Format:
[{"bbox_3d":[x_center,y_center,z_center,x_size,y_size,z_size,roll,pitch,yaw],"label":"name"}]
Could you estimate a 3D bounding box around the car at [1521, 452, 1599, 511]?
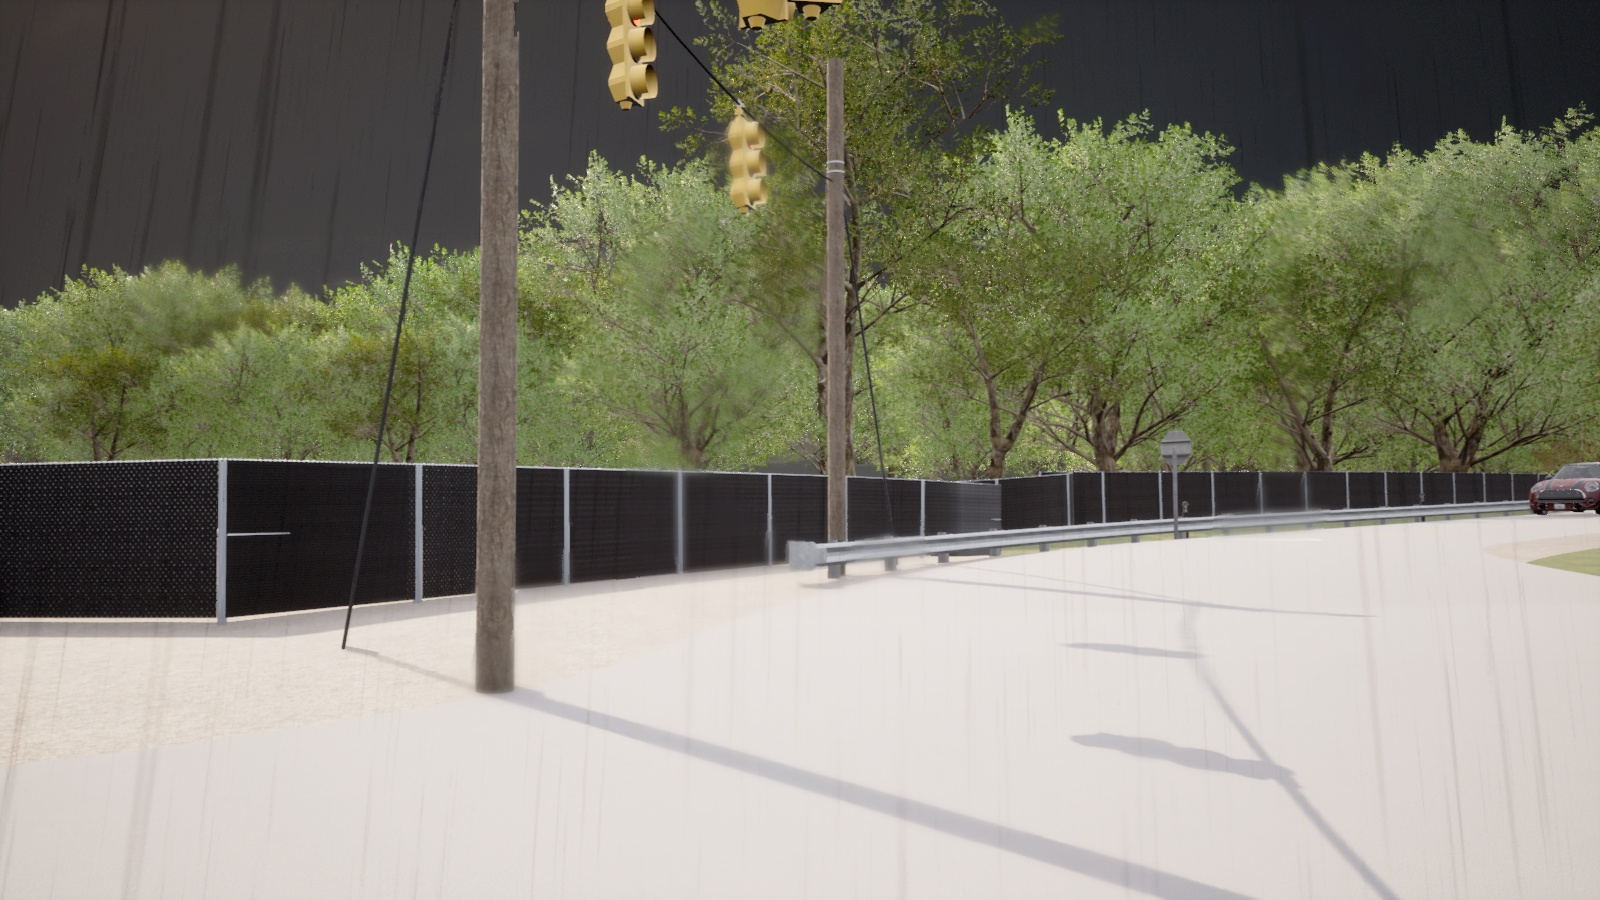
[{"bbox_3d":[25.406,0.986,40.507,4.553,1.767,2.097,0,-3,-38],"label":"car"}]
